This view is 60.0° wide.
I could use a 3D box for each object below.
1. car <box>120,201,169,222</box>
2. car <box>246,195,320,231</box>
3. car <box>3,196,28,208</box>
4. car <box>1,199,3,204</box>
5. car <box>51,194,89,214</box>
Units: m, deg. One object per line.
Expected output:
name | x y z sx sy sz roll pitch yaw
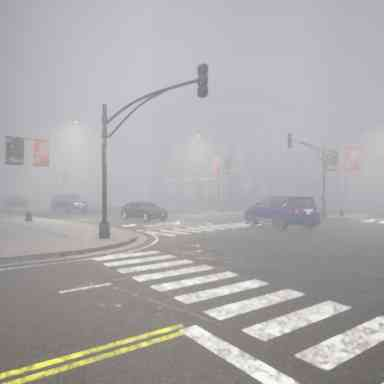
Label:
car | -3.867 1.490 26.537 1.837 1.490 4.892 0 0 -44
car | 5.438 1.217 20.646 2.150 2.045 5.566 1 0 -20
car | -25.016 1.324 47.777 2.097 1.767 4.553 0 0 -44
car | -33.520 1.529 61.085 1.994 1.385 4.181 0 0 -45
car | -13.352 1.201 36.028 2.150 2.045 5.566 0 0 -45
